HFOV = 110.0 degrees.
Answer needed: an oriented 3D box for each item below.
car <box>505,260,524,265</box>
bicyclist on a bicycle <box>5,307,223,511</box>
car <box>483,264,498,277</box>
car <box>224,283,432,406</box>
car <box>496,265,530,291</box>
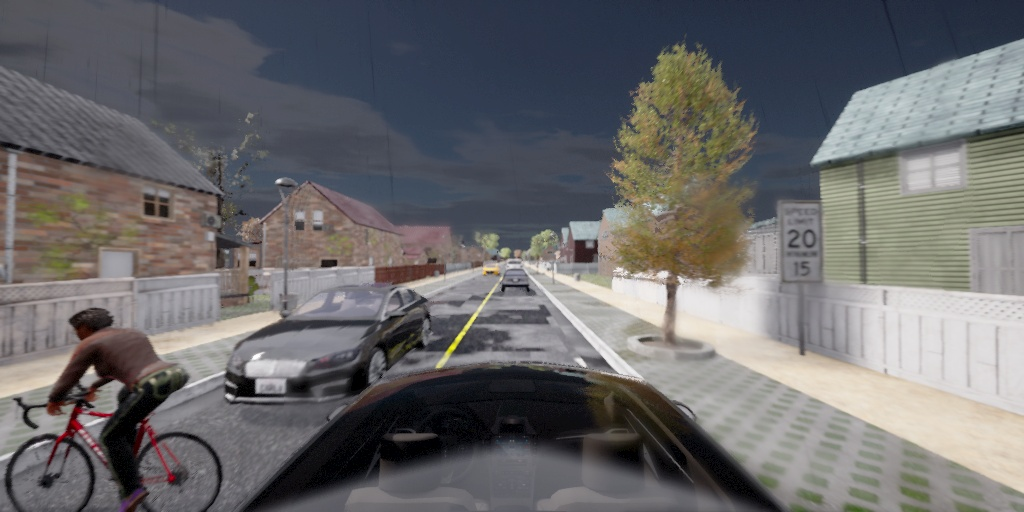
[{"bbox_3d":[0.358,1.486,45.231,2.150,2.045,5.566,0,-1,1],"label":"car"},{"bbox_3d":[-3.005,1.213,2.704,1.656,1.620,0.582,-1,-1,0],"label":"bicyclist on a bicycle"},{"bbox_3d":[-2.580,1.736,44.934,1.882,1.535,5.008,0,-1,1],"label":"car"},{"bbox_3d":[-2.826,1.300,6.685,2.128,1.511,4.902,0,-1,0],"label":"car"},{"bbox_3d":[0.230,1.570,24.486,2.033,1.411,5.357,0,-1,0],"label":"car"}]
